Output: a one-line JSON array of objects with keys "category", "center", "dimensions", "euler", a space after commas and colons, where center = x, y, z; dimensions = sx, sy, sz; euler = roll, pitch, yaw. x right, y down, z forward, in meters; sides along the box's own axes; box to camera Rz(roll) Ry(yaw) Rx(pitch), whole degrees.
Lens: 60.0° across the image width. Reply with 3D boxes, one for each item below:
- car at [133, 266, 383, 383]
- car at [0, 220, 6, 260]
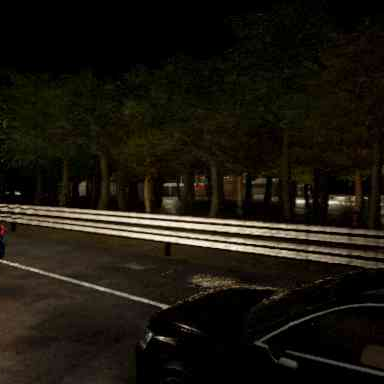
[{"category": "car", "center": [1.675, 1.431, 2.674], "dimensions": [4.856, 1.649, 2.033], "euler": [1, 1, 35]}, {"category": "car", "center": [-7.287, 1.078, 9.074], "dimensions": [5.566, 2.045, 2.150], "euler": [1, 1, 36]}]
